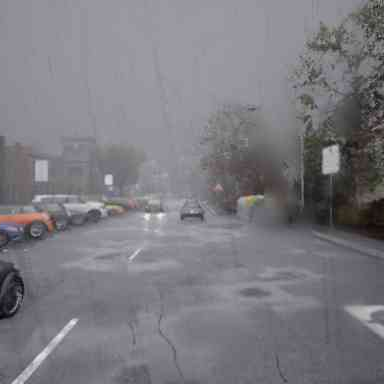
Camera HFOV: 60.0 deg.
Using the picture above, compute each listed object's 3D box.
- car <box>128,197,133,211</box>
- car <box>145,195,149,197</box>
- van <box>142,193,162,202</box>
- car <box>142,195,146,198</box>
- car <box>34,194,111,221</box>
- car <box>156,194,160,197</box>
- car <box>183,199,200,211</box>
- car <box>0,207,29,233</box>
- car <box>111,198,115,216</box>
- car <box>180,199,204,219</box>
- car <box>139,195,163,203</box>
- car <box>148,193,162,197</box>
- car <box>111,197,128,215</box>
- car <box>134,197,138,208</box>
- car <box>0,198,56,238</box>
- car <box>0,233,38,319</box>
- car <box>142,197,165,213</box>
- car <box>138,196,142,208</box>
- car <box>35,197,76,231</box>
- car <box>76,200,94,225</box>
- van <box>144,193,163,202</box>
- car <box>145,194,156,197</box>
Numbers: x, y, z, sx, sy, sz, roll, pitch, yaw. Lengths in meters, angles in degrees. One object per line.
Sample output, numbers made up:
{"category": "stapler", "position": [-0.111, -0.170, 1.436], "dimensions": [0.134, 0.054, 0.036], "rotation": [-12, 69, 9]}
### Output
{"category": "car", "position": [-9.364, 1.261, 34.524], "dimensions": [5.566, 2.045, 2.435], "rotation": [-1, 0, -20]}
{"category": "car", "position": [-9.352, 1.596, 49.510], "dimensions": [4.674, 1.452, 2.002], "rotation": [-1, -1, -20]}
{"category": "van", "position": [-9.576, 1.366, 79.476], "dimensions": [4.442, 1.987, 1.878], "rotation": [-1, 1, -21]}
{"category": "car", "position": [-9.324, 1.574, 46.519], "dimensions": [4.792, 1.488, 2.163], "rotation": [-1, 0, -20]}
{"category": "car", "position": [-9.374, 1.245, 25.507], "dimensions": [5.566, 2.045, 2.435], "rotation": [-1, 0, -20]}
{"category": "car", "position": [-9.188, 1.596, 61.576], "dimensions": [5.366, 1.575, 1.946], "rotation": [-1, 0, -20]}
{"category": "car", "position": [-0.065, 1.612, 42.928], "dimensions": [1.994, 1.385, 4.181], "rotation": [0, 0, 0]}
{"category": "car", "position": [-9.423, 1.528, 13.483], "dimensions": [4.674, 1.452, 2.002], "rotation": [-1, 0, -20]}
{"category": "car", "position": [-9.360, 1.531, 28.508], "dimensions": [4.792, 1.488, 2.163], "rotation": [-1, 0, -20]}
{"category": "car", "position": [0.000, 1.579, 29.104], "dimensions": [1.994, 1.385, 4.181], "rotation": [0, 0, 0]}
{"category": "car", "position": [-9.442, 1.618, 76.531], "dimensions": [5.008, 1.535, 2.097], "rotation": [-1, 0, -20]}
{"category": "car", "position": [-9.196, 1.607, 64.577], "dimensions": [5.366, 1.575, 1.946], "rotation": [-1, 0, -20]}
{"category": "car", "position": [-9.207, 1.501, 31.565], "dimensions": [5.366, 1.575, 1.946], "rotation": [-1, 0, -20]}
{"category": "car", "position": [-9.394, 1.402, 40.498], "dimensions": [4.553, 1.767, 2.185], "rotation": [-1, 0, -20]}
{"category": "car", "position": [-9.386, 1.363, 16.491], "dimensions": [4.553, 1.767, 2.185], "rotation": [-1, 0, -20]}
{"category": "car", "position": [-4.145, 1.565, 4.580], "dimensions": [1.994, 1.385, 4.181], "rotation": [0, 0, 0]}
{"category": "car", "position": [-4.138, 1.559, 37.627], "dimensions": [1.812, 1.442, 4.674], "rotation": [0, 0, 0]}
{"category": "car", "position": [-9.388, 1.411, 43.499], "dimensions": [4.553, 1.767, 2.185], "rotation": [-1, 0, -20]}
{"category": "car", "position": [-9.380, 1.365, 19.493], "dimensions": [4.553, 1.767, 2.185], "rotation": [-1, 0, -20]}
{"category": "car", "position": [-9.378, 1.523, 22.506], "dimensions": [4.792, 1.488, 2.163], "rotation": [-1, 0, -20]}
{"category": "van", "position": [-9.605, 1.338, 82.476], "dimensions": [4.442, 1.987, 1.878], "rotation": [-1, 1, -21]}
{"category": "car", "position": [-9.364, 1.590, 58.511], "dimensions": [4.892, 1.521, 2.231], "rotation": [-1, -1, -20]}
